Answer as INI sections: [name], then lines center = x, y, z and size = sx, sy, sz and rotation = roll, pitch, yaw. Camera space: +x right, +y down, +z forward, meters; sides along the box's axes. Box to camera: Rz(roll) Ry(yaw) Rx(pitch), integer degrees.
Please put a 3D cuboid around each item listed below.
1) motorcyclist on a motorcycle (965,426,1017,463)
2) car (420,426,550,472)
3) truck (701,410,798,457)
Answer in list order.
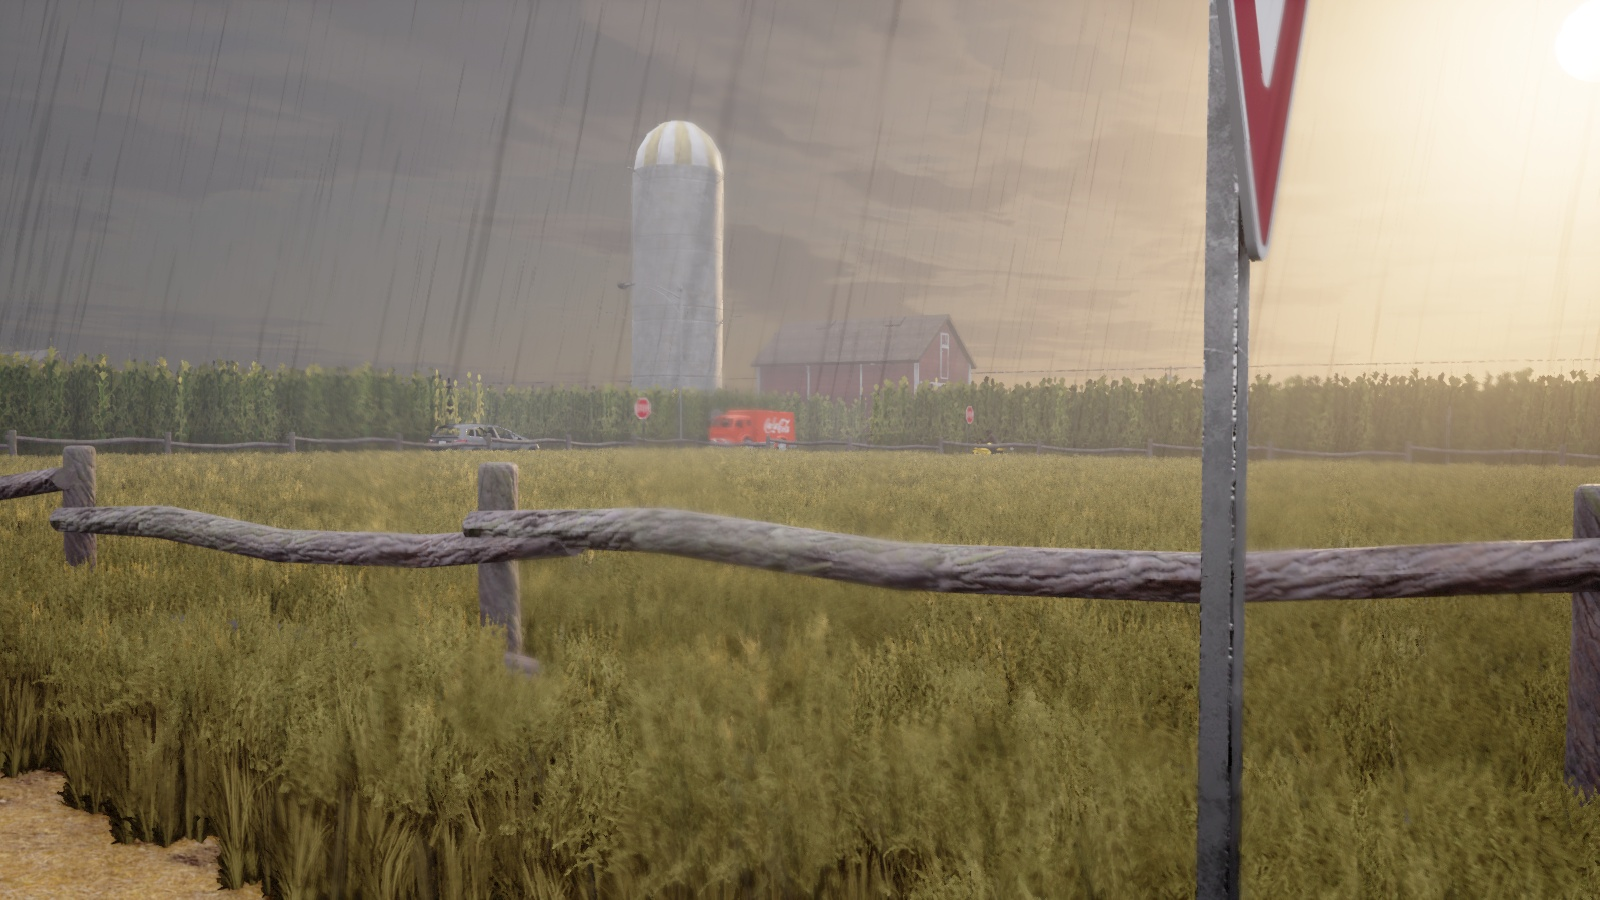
[motorcyclist on a motorcycle]
center = 8.071, -0.240, 53.095
size = 2.044, 1.523, 0.797
rotation = 1, 1, 34
[car]
center = -12.292, -0.058, 49.266
size = 2.242, 1.667, 4.611
rotation = 0, 1, 34
[truck]
center = -2.758, -0.900, 69.316
size = 2.627, 2.467, 5.204
rotation = 0, 1, 37
